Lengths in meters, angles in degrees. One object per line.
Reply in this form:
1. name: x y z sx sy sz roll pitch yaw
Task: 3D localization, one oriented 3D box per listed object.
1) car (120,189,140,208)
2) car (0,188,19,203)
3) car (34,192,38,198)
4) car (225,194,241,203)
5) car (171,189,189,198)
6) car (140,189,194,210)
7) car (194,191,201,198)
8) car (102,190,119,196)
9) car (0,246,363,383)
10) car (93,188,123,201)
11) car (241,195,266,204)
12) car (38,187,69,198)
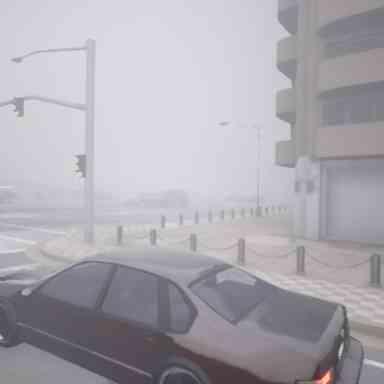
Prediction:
1. car: -5.561 0.894 38.288 2.097 1.767 4.553 1 1 35
2. car: -28.339 0.457 50.140 1.970 1.475 3.806 1 1 36
3. car: -30.954 0.157 70.562 1.784 1.438 3.905 1 1 36
4. car: 7.218 1.102 56.107 1.994 1.385 4.181 1 1 36
5. car: -2.476 0.371 71.674 1.905 1.878 3.866 1 1 36
6. car: -2.618 0.830 36.388 2.150 2.045 5.566 1 1 35
7. car: -0.156 0.423 69.944 1.932 1.855 4.605 1 1 36
8. car: -20.795 0.183 84.771 1.970 1.475 3.806 1 1 36
9. car: -0.737 1.488 4.469 5.357 1.411 2.033 1 1 32
10. car: -14.854 0.563 59.055 1.970 1.475 3.806 1 1 36
11. car: 10.297 1.204 54.388 1.895 1.301 4.718 1 1 35
12. car: -28.635 0.001 68.821 1.932 1.855 4.605 1 1 36
